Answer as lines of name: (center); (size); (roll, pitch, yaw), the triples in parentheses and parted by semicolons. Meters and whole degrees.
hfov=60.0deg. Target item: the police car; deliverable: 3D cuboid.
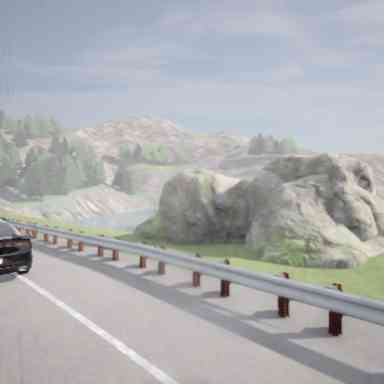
police car: (-6.298, 1.435, 9.674); (1.930, 1.638, 5.238); (-1, 1, -42)
